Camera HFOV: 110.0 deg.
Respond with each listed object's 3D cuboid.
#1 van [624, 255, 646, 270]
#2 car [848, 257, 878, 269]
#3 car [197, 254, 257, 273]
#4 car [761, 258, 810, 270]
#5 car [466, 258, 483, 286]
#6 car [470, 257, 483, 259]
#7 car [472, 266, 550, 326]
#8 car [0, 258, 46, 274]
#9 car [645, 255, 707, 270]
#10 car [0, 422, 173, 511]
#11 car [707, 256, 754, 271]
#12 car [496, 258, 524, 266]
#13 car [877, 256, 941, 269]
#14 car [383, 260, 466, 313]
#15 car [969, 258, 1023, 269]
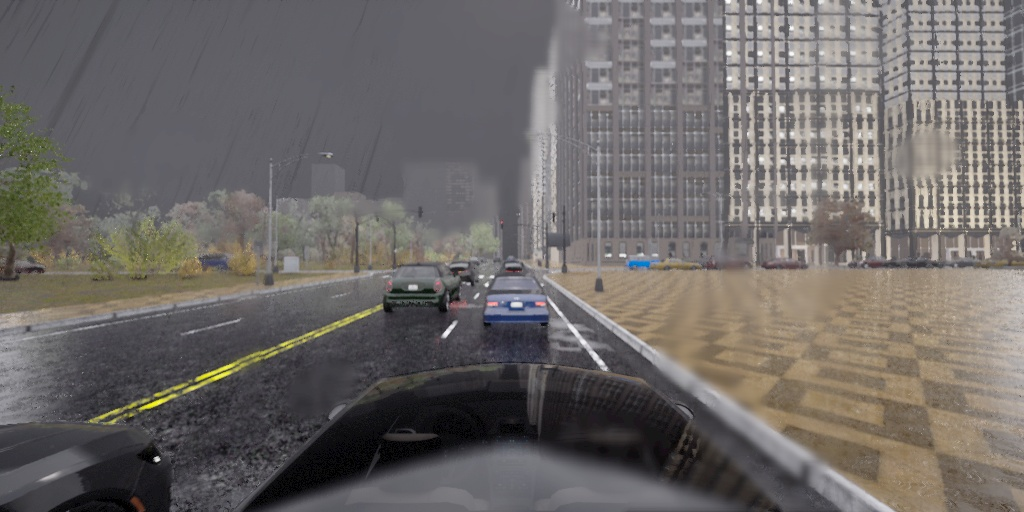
[{"bbox_3d":[15.857,0.819,43.652,3.998,1.789,1.690,0,0,-1],"label":"van"},{"bbox_3d":[43.823,0.783,44.051,4.097,1.591,1.967,0,0,-1],"label":"car"},{"bbox_3d":[-29.752,0.828,37.280,5.566,2.045,2.150,0,-1,-1],"label":"car"},{"bbox_3d":[27.251,0.827,35.790,4.207,1.307,1.802,0,0,-1],"label":"car"},{"bbox_3d":[-3.195,1.090,23.274,1.837,1.490,4.892,0,0,0],"label":"car"},{"bbox_3d":[-6.677,0.879,63.418,1.882,1.535,5.008,0,0,0],"label":"car"},{"bbox_3d":[0.084,1.218,11.295,2.033,1.411,5.357,0,0,-1],"label":"car"},{"bbox_3d":[-52.022,1.094,37.597,4.553,1.767,2.097,0,-1,3],"label":"car"},{"bbox_3d":[16.253,0.826,35.633,4.829,1.417,1.751,0,0,-1],"label":"car"},{"bbox_3d":[-3.148,1.261,0.317,1.837,1.490,4.892,0,-1,0],"label":"car"},{"bbox_3d":[21.667,0.712,35.710,4.097,1.591,1.967,0,0,-1],"label":"car"},{"bbox_3d":[0.055,1.088,23.683,1.837,1.490,4.892,0,0,-2],"label":"car"},{"bbox_3d":[45.805,0.876,41.397,4.718,1.301,1.895,0,-1,0],"label":"car"},{"bbox_3d":[-3.176,1.005,13.591,2.097,1.767,4.553,0,0,0],"label":"car"},{"bbox_3d":[49.756,0.667,36.099,4.829,1.417,1.751,0,0,-1],"label":"car"}]
